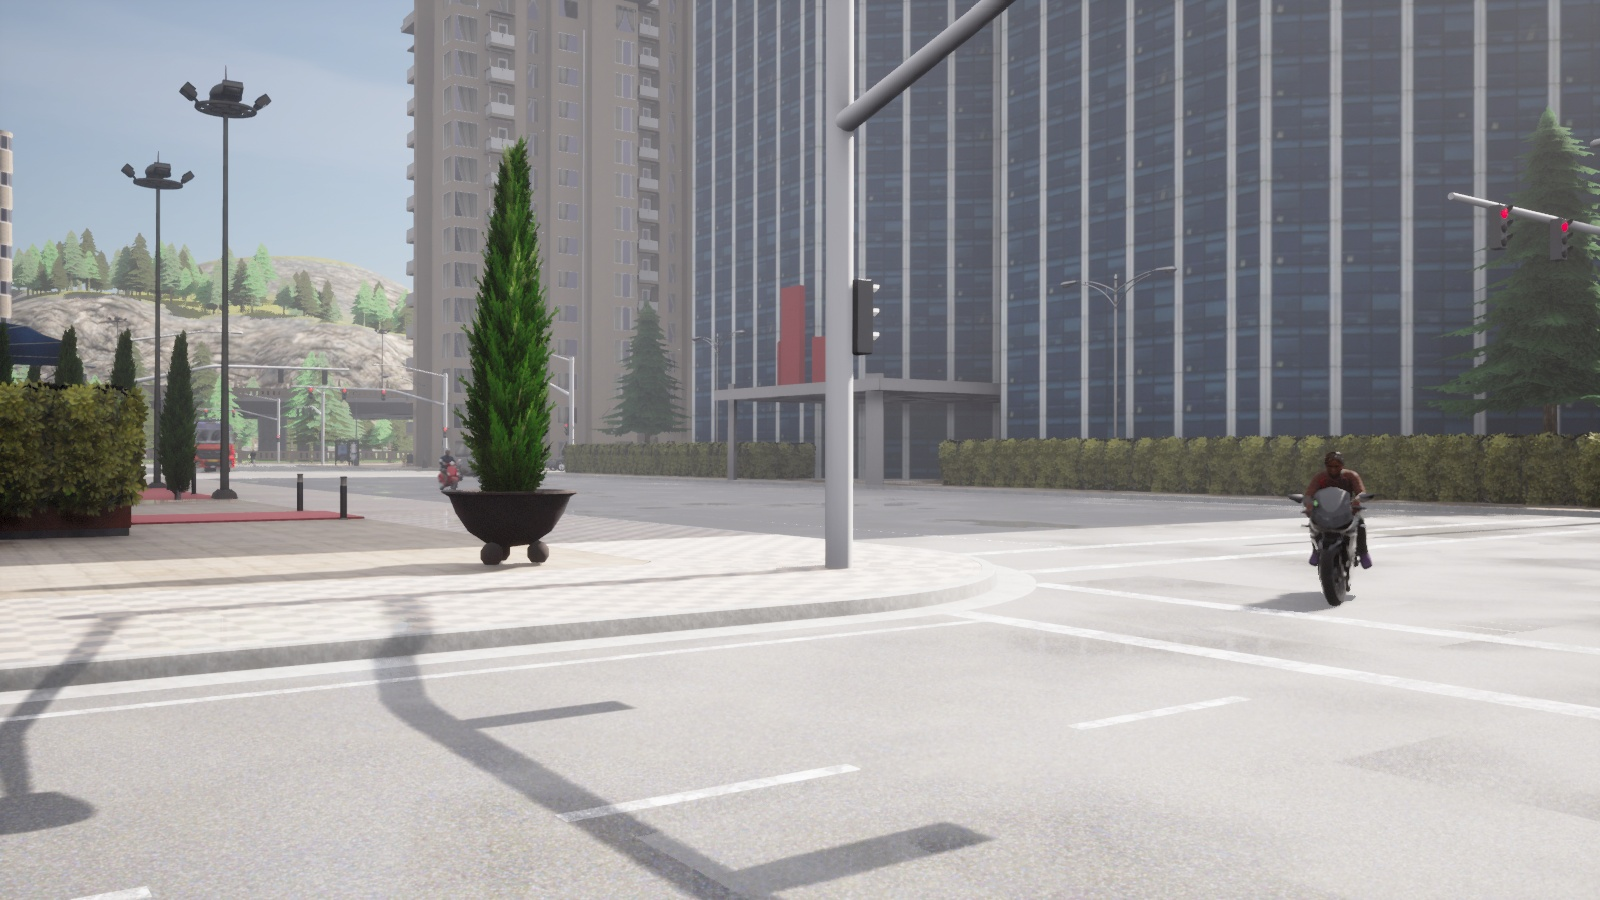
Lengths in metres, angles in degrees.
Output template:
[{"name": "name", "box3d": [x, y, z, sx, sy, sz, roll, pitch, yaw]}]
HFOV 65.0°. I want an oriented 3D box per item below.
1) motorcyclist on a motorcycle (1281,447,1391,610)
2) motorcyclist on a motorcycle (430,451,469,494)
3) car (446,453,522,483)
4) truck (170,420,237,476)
[{"name": "motorcyclist on a motorcycle", "box3d": [5.509, 0.747, 12.832, 0.797, 1.523, 2.044, -2, -1, 28]}, {"name": "motorcyclist on a motorcycle", "box3d": [-13.484, 0.845, 48.243, 0.866, 1.590, 1.817, 0, 0, -35]}, {"name": "car", "box3d": [-16.191, 0.892, 64.215, 2.128, 1.511, 4.902, 0, 0, -35]}, {"name": "truck", "box3d": [-42.463, -0.111, 89.293, 2.891, 3.827, 8.468, 0, 0, -35]}]
